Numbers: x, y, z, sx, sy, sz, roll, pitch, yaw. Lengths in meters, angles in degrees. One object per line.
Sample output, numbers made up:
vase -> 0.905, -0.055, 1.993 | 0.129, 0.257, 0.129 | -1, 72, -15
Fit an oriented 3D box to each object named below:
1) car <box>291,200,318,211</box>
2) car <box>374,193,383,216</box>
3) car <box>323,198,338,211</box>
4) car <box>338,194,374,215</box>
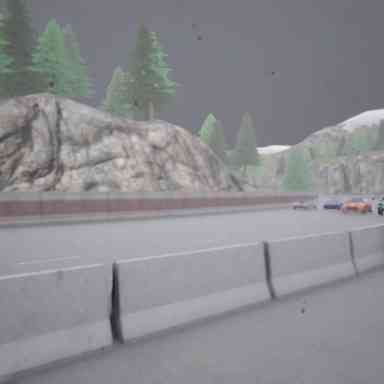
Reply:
car -> 14.326, 1.655, 42.244 | 1.895, 1.301, 4.718 | 0, 0, 38
car -> 19.624, 1.224, 32.149 | 2.150, 2.045, 5.566 | 0, -1, 40
car -> 17.682, 1.511, 40.882 | 1.882, 1.535, 5.008 | 0, -1, 38
car -> 17.358, 1.370, 34.927 | 2.097, 1.767, 4.553 | 0, 0, 40
